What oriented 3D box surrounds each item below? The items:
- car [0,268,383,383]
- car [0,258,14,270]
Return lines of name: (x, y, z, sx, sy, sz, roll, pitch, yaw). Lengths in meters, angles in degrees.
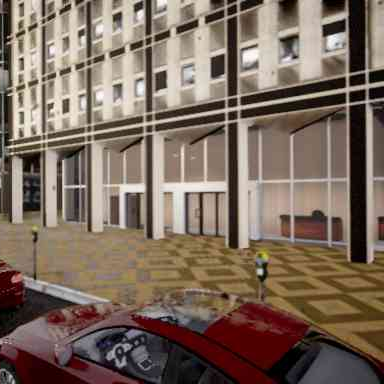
car: (-0.145, 1.578, 2.986, 4.206, 1.307, 1.802, 0, 0, 35)
car: (-4.767, 1.566, 6.279, 4.206, 1.307, 1.802, 0, 0, 35)
